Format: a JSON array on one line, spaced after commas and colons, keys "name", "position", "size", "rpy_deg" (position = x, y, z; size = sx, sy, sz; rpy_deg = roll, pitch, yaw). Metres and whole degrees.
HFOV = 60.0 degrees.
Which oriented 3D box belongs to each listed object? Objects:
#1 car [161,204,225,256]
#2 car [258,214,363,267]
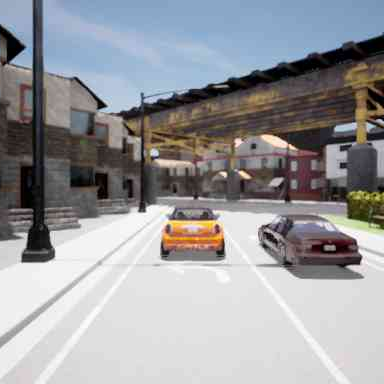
[{"name": "car", "position": [0.042, 1.221, 12.631], "size": [2.097, 1.767, 4.553], "rpy_deg": [0, 1, 1]}, {"name": "car", "position": [3.522, 1.433, 10.944], "size": [2.033, 1.411, 5.357], "rpy_deg": [0, 1, 1]}]
